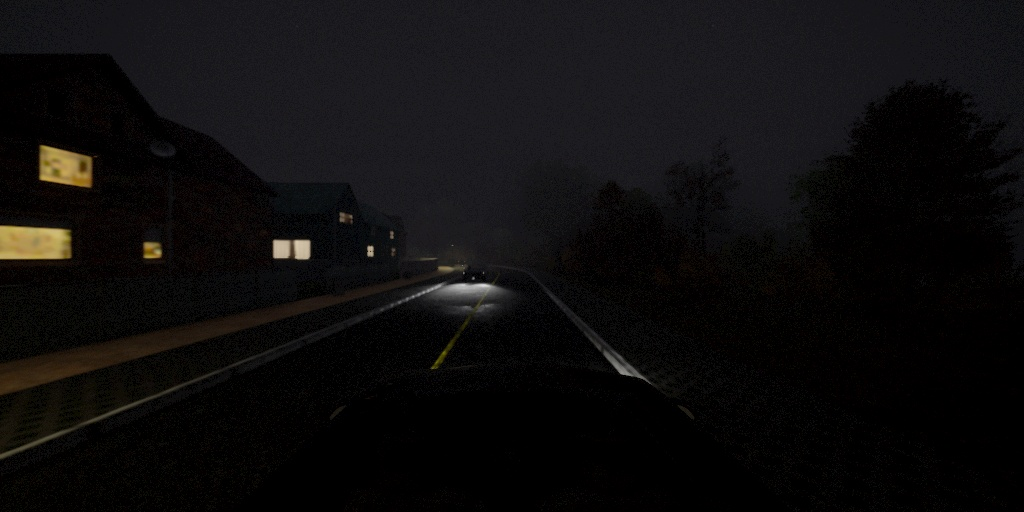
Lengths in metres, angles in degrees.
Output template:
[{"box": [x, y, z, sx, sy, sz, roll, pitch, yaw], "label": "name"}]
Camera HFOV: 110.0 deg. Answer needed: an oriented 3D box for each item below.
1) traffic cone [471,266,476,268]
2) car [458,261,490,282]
[{"box": [-4.138, 1.525, 36.367, 0.340, 0.580, 0.340, 0, 0, -1], "label": "traffic cone"}, {"box": [-2.850, 1.344, 28.726, 1.895, 1.301, 4.718, 0, 0, 0], "label": "car"}]
